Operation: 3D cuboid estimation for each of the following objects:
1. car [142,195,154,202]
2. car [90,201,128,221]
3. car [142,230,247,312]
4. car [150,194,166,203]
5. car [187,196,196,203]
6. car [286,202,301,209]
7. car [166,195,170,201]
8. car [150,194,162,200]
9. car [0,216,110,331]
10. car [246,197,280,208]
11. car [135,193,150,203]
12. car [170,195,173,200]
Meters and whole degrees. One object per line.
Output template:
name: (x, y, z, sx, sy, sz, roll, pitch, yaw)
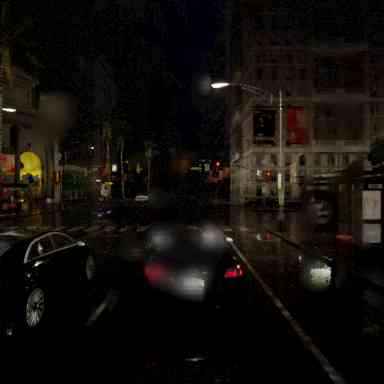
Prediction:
car: (-10.626, 1.540, 80.693, 2.033, 1.411, 5.357, 0, 0, 0)
car: (-6.738, 1.526, 27.694, 1.812, 1.442, 4.674, 0, 0, 9)
car: (0.052, 1.564, 7.790, 1.994, 1.385, 4.181, 0, 0, 0)
car: (-7.112, 1.553, 69.873, 1.994, 1.385, 4.181, 0, 0, 0)
car: (-0.086, 1.555, 71.218, 1.994, 1.385, 4.181, 0, 0, 0)
car: (14.787, 1.601, 43.283, 4.718, 1.301, 1.895, 0, 0, -1)
car: (-7.125, 1.355, 80.056, 2.097, 1.767, 4.553, 0, 0, 0)
car: (-9.746, 1.355, 90.868, 2.097, 1.767, 4.553, 0, 0, 10)
car: (-3.453, 1.492, 6.855, 2.128, 1.511, 4.902, 0, 0, 0)
car: (10.106, 1.478, 46.990, 5.008, 1.535, 1.882, 0, 0, 3)
car: (-10.613, 1.225, 70.677, 2.150, 2.045, 5.566, 0, 0, 0)
car: (-6.312, 1.524, 90.185, 1.812, 1.442, 4.674, 0, 0, 10)
